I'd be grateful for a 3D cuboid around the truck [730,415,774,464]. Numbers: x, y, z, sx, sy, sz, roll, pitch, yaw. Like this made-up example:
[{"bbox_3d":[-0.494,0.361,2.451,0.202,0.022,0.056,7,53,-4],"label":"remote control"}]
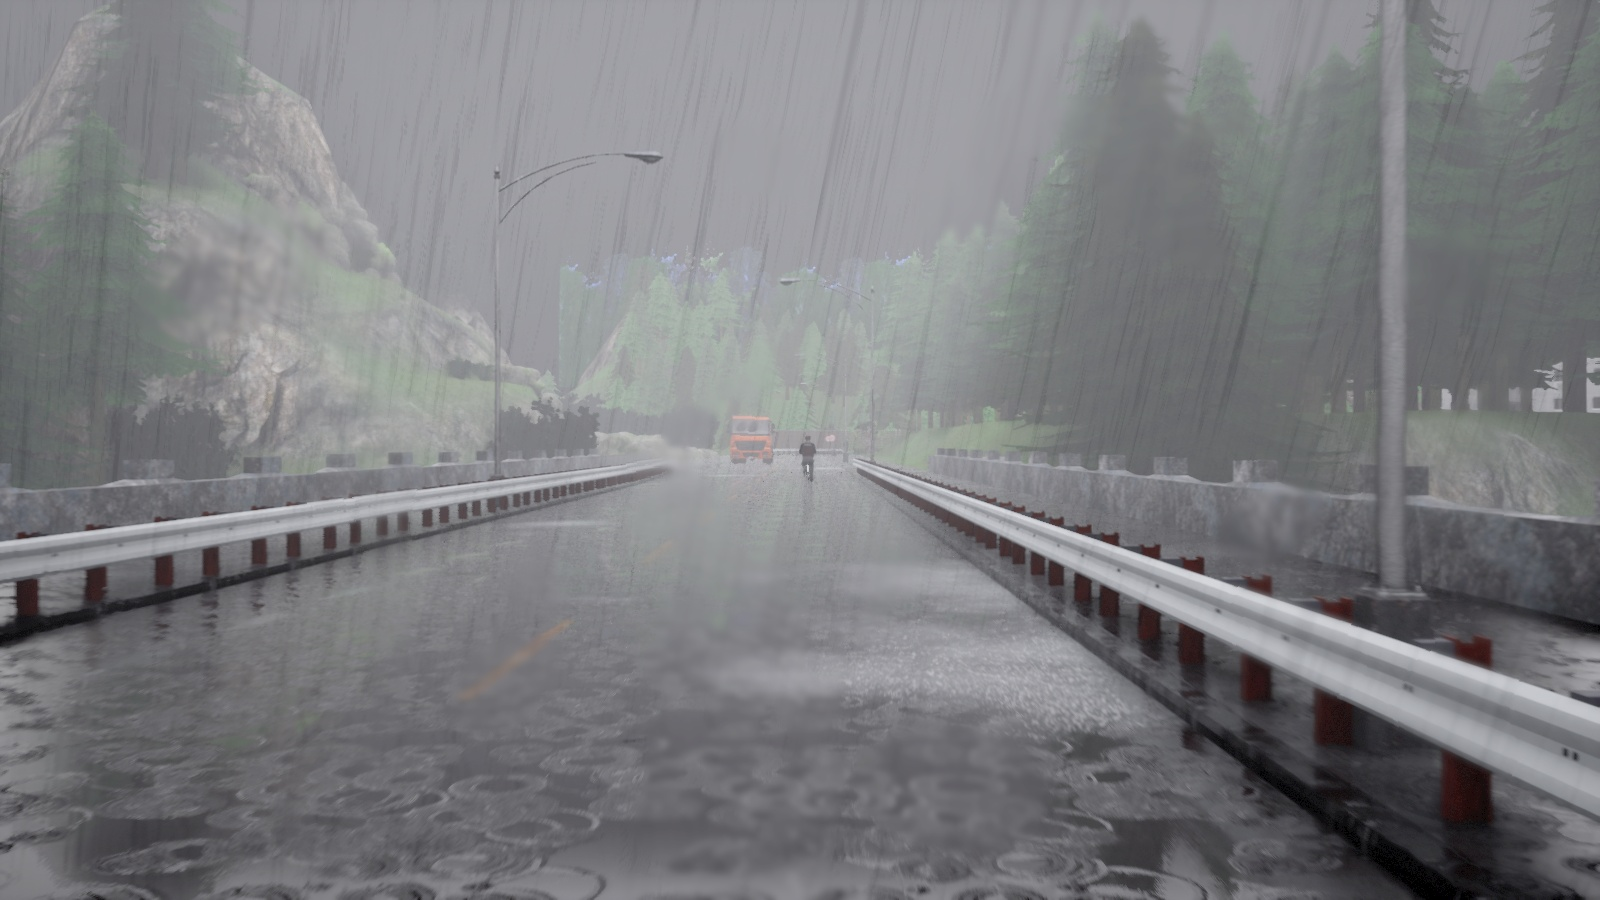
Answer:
[{"bbox_3d":[-3.438,-0.758,92.220,2.891,3.462,7.936,0,0,0],"label":"truck"}]
